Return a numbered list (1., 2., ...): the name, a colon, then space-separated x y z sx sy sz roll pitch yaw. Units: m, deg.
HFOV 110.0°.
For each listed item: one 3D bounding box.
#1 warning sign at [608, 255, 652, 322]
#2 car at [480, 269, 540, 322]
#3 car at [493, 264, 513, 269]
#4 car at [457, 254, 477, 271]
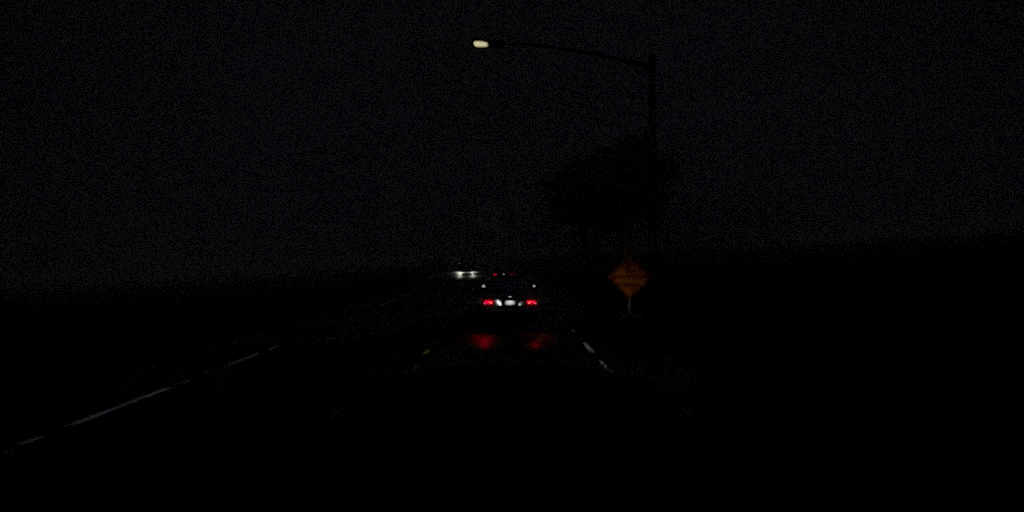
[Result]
1. warning sign: 3.452 0.909 10.572 1.300 1.860 1.060 0 0 -1
2. car: -0.104 1.348 12.489 2.033 1.411 5.357 0 0 -1
3. car: -0.698 1.321 27.380 2.033 1.411 5.357 0 0 -3
4. car: -5.741 0.819 45.798 2.150 2.045 5.566 0 1 -5
